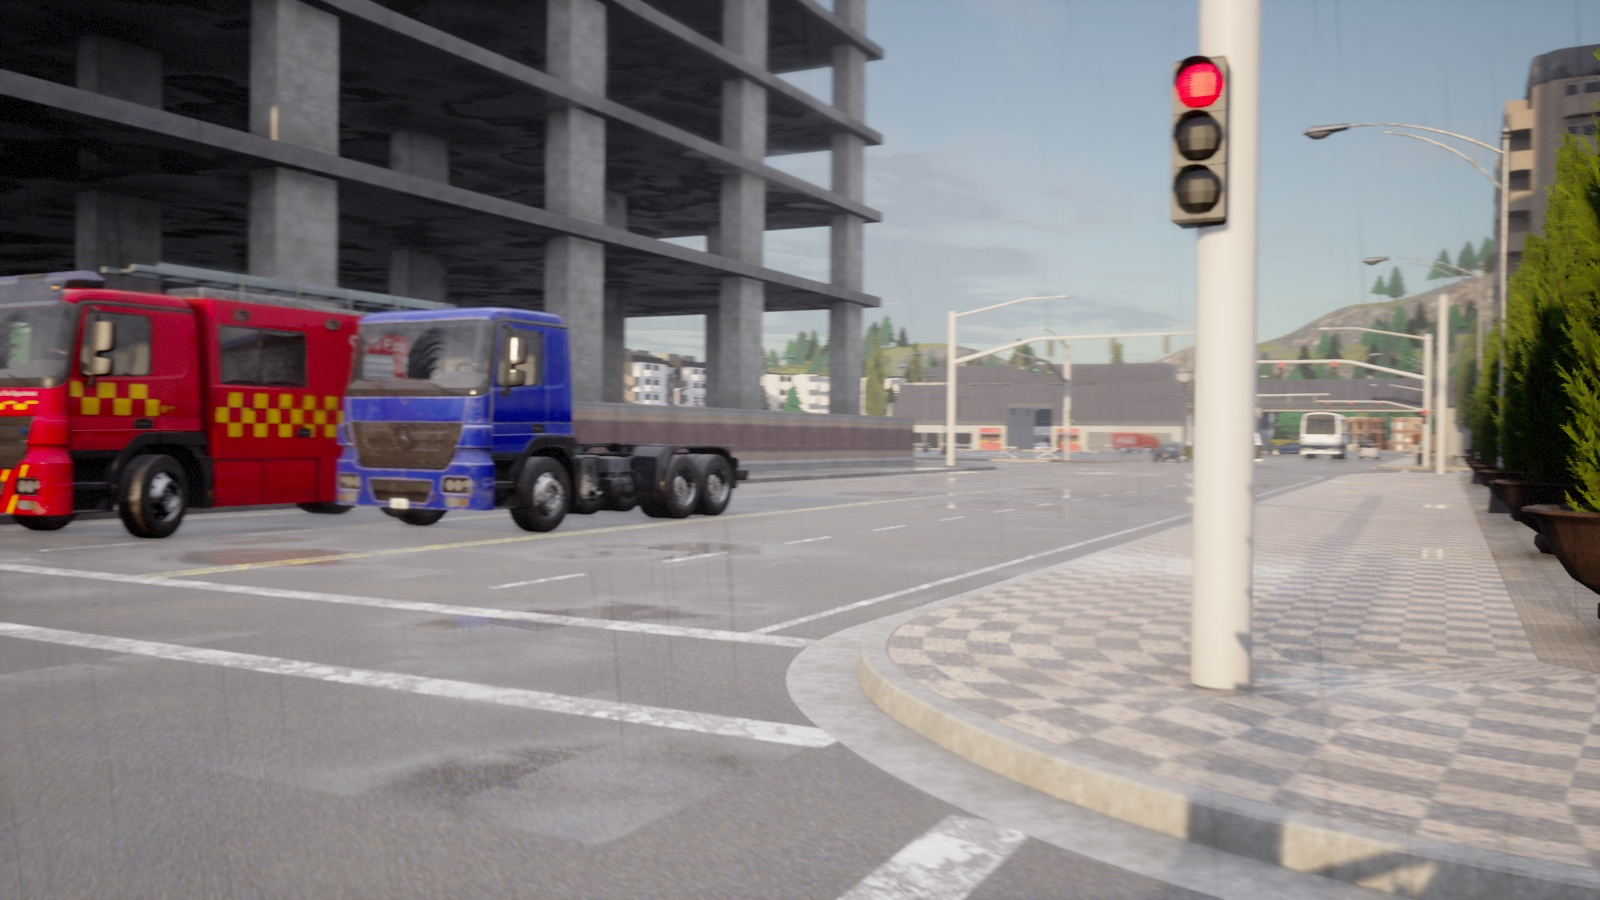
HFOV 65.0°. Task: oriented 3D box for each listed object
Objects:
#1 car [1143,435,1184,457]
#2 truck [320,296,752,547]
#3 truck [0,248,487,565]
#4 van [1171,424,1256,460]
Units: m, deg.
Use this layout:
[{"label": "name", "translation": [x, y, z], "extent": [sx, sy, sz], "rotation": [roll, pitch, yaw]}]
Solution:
[{"label": "car", "translation": [25.401, -0.306, 87.648], "extent": [1.837, 1.490, 4.892], "rotation": [0, 1, 27]}, {"label": "truck", "translation": [-4.019, -0.438, 21.519], "extent": [2.891, 3.462, 7.936], "rotation": [0, 1, 27]}, {"label": "truck", "translation": [-8.889, -0.570, 19.625], "extent": [2.891, 3.827, 8.468], "rotation": [0, 1, 27]}, {"label": "van", "translation": [24.219, -0.465, 73.493], "extent": [4.480, 2.038, 2.069], "rotation": [0, 1, 26]}]
